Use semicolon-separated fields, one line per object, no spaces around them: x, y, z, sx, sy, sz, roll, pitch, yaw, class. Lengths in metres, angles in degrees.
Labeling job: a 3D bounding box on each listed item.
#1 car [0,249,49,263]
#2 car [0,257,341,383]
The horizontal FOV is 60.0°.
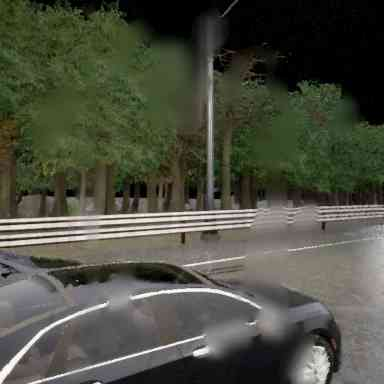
-3.610;1.564;5.416;4.181;1.385;1.994;0;0;-36;car
-0.435;1.506;3.386;4.892;1.490;1.837;0;0;-35;car
